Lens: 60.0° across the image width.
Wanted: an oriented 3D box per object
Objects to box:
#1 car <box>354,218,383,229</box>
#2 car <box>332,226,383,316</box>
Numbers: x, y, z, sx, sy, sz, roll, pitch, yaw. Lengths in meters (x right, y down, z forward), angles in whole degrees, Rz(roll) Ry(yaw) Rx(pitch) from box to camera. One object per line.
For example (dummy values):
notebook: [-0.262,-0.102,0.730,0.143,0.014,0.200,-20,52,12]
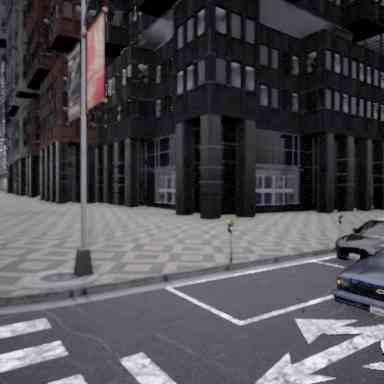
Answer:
car: [6.628,1.548,11.086,4.313,1.339,1.947,0,0,-34]
car: [5.189,1.541,6.903,5.357,1.411,2.033,0,0,-35]
